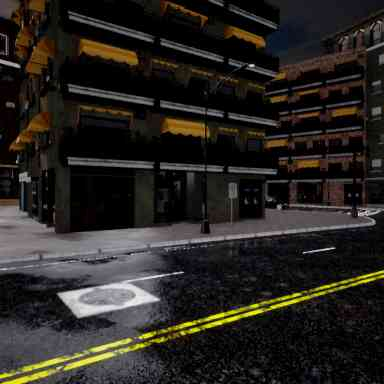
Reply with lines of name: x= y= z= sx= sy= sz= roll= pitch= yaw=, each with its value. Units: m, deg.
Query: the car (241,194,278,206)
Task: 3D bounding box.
car: x=9.110 y=1.073 z=44.868 sx=4.403 sy=1.369 sz=2.008 roll=1 pitch=0 yaw=38

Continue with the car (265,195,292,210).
car: x=8.234 y=1.162 z=34.887 sx=4.403 sy=1.369 sz=2.008 roll=1 pitch=0 yaw=38
